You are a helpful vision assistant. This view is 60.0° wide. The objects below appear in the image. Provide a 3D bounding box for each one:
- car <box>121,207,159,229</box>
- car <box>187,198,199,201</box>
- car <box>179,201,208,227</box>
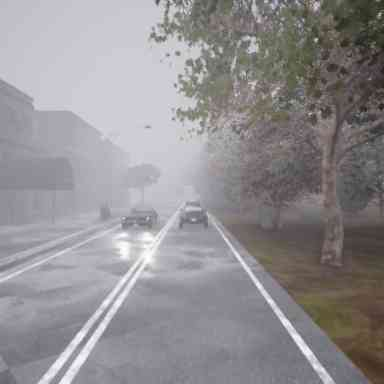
[{"bbox_3d":[-3.326,1.642,21.859,1.895,1.301,4.718,0,0,0],"label":"car"},{"bbox_3d":[0.097,1.545,41.594,1.882,1.535,5.008,0,0,0],"label":"car"},{"bbox_3d":[0.099,1.568,22.853,1.812,1.442,4.674,0,0,0],"label":"car"}]
